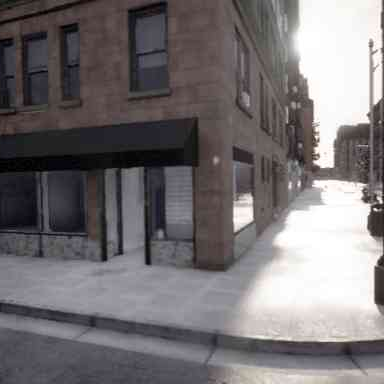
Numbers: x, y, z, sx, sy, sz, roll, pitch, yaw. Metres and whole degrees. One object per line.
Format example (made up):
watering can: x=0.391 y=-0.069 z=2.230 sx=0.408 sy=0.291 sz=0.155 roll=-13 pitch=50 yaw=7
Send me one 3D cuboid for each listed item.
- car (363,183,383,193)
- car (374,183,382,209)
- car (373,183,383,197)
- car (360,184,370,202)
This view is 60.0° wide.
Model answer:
car: x=26.415 y=-0.619 z=48.602 sx=1.895 sy=1.301 sz=4.718 roll=-1 pitch=2 yaw=20
car: x=13.079 y=0.356 z=20.928 sx=2.097 sy=1.767 sz=4.553 roll=-1 pitch=2 yaw=20
car: x=22.823 y=-0.265 z=38.874 sx=2.033 sy=1.411 sz=5.357 roll=-1 pitch=2 yaw=20
car: x=16.635 y=0.151 z=30.575 sx=2.033 sy=1.411 sz=5.357 roll=-1 pitch=2 yaw=21
